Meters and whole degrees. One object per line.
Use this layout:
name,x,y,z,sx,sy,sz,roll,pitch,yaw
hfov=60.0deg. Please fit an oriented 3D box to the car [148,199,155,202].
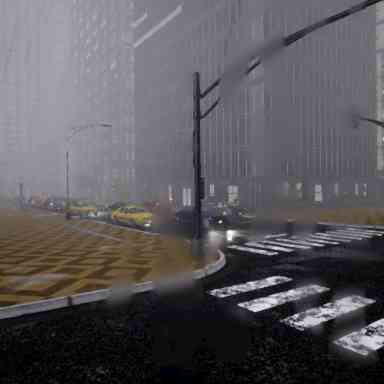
car,-5.733,1.525,29.677,2.033,1.411,5.357,-1,1,-36

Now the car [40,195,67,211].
car,-16.991,1.429,41.099,1.967,1.590,4.097,-1,1,-36

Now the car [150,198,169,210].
car,-4.057,1.328,36.716,1.967,1.590,4.097,-1,1,-36

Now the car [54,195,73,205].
car,-22.325,1.359,57.796,1.882,1.535,5.008,-1,0,-35

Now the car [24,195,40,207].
car,-23.483,1.411,50.120,1.967,1.590,4.097,-1,1,-36

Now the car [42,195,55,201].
car,-33.415,1.331,77.413,1.752,1.417,4.829,-1,1,-36

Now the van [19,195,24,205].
van,-26.730,1.303,54.630,1.690,1.788,3.998,-1,1,-36

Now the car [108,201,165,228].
car,-4.012,1.552,22.844,1.752,1.417,4.829,-1,1,-36

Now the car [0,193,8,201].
car,-46.203,1.449,81.694,1.887,1.381,4.507,-1,1,-36

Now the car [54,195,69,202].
car,-26.824,1.407,68.255,1.802,1.307,4.206,-1,1,-36

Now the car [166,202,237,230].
car,0.489,1.558,21.031,1.994,1.385,4.181,-1,1,-36

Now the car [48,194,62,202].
car,-30.070,1.256,72.764,1.967,1.590,4.097,-1,1,-36

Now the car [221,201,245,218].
car,2.494,1.455,27.736,2.008,1.369,4.403,-1,1,-36

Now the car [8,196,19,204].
car,-33.219,1.494,63.652,2.008,1.369,4.403,-1,1,-36

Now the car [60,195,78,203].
car,-23.578,1.385,63.744,2.008,1.369,4.403,-1,1,-36

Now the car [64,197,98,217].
car,-10.448,1.533,31.908,1.752,1.417,4.829,-1,1,-36

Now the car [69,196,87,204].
car,-20.332,1.389,59.234,1.887,1.381,4.507,-1,1,-36
